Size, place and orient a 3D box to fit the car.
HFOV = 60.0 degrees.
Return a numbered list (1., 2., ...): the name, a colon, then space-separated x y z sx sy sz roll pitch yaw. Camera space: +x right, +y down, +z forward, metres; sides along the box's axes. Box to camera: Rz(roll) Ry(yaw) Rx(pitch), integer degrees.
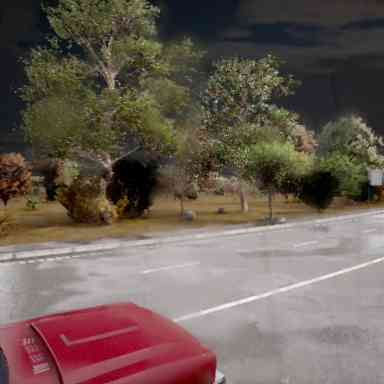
1. car: -2.030 1.610 2.381 4.718 1.301 1.895 0 0 -35
